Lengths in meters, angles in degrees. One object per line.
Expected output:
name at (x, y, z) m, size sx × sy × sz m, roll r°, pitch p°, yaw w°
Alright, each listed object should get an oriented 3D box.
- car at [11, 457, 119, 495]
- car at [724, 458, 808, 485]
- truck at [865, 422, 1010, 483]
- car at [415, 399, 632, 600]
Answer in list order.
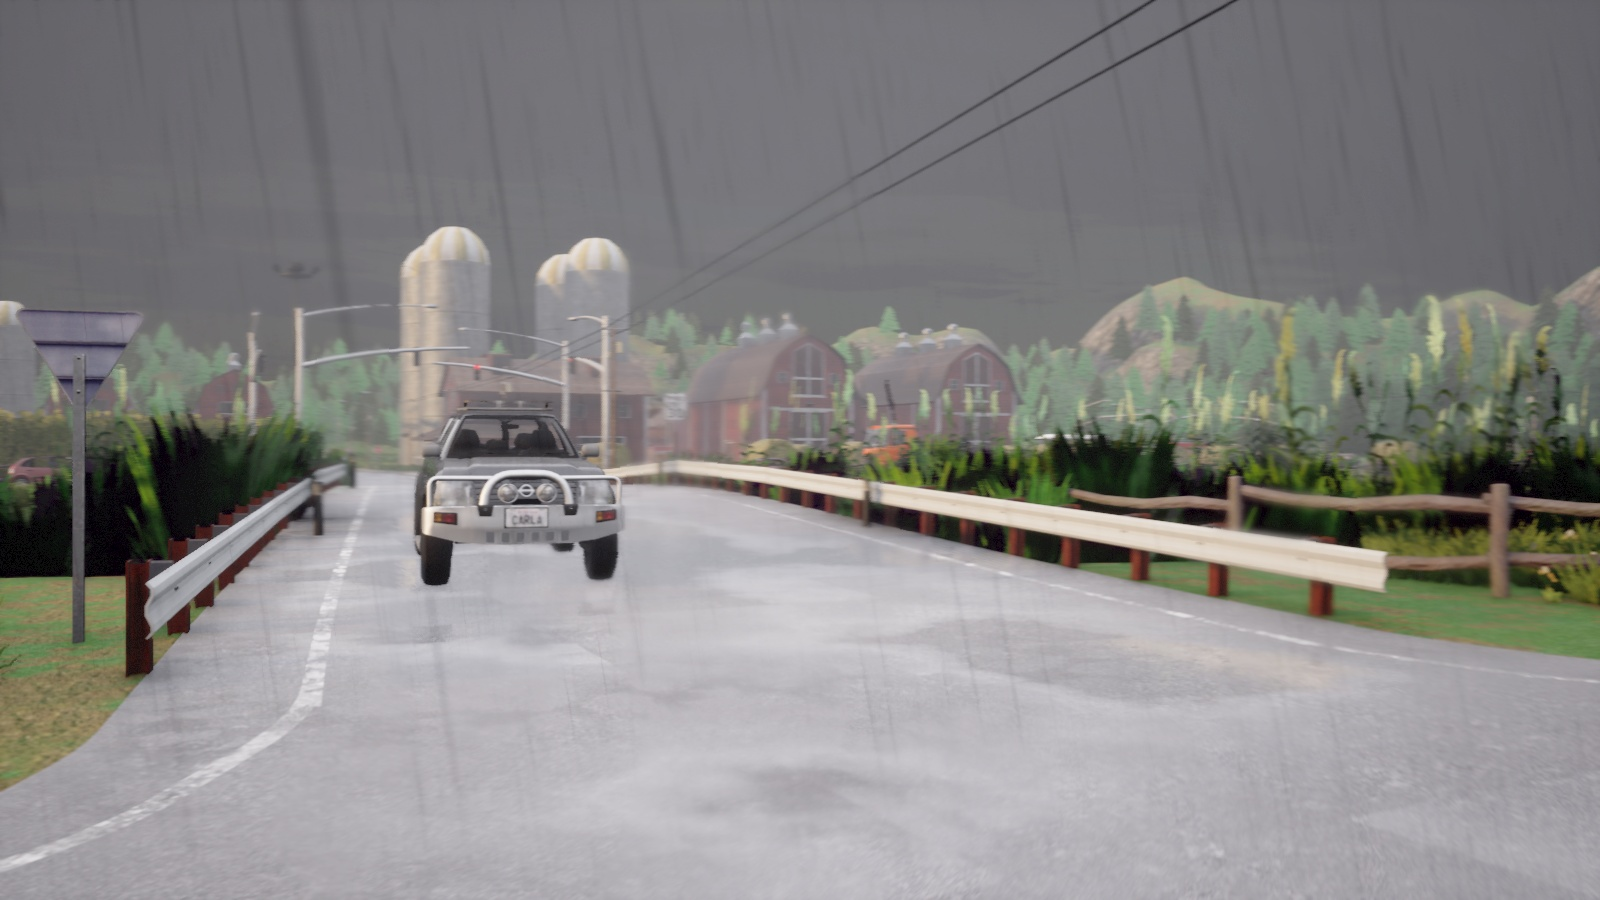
car at (-32.743, 1.137, 56.057) m, size 3.988 × 1.617 × 1.851 m, roll 0°, pitch 0°, yaw -25°
car at (-1.872, 1.160, 69.071) m, size 4.193 × 1.474 × 1.816 m, roll 0°, pitch 0°, yaw -22°
truck at (8.013, 0.146, 73.181) m, size 7.936 × 3.462 × 2.891 m, roll 0°, pitch 0°, yaw -23°
car at (-3.259, 0.400, 14.057) m, size 1.932 × 1.855 × 4.605 m, roll 0°, pitch 1°, yaw -18°
